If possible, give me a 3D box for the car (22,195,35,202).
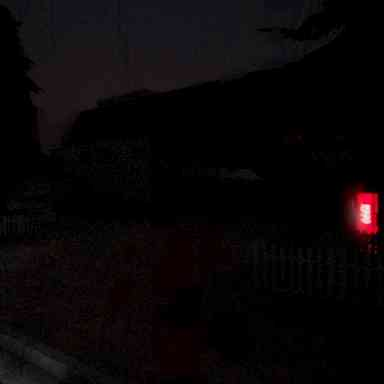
[{"bbox_3d":[-35.333,1.330,72.827,4.514,1.523,2.007,0,0,36],"label":"car"}]

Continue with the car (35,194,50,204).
[{"bbox_3d":[-24.135,1.121,56.769,4.605,1.855,1.932,0,0,36],"label":"car"}]
